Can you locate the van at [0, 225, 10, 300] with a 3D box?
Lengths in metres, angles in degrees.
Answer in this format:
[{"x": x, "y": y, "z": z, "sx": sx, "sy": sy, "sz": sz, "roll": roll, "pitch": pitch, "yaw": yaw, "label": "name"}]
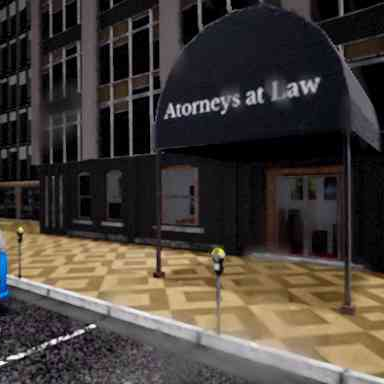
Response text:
[{"x": -5.336, "y": 1.393, "z": 6.679, "sx": 3.998, "sy": 1.788, "sz": 1.690, "roll": 0, "pitch": 0, "yaw": 35, "label": "van"}]
